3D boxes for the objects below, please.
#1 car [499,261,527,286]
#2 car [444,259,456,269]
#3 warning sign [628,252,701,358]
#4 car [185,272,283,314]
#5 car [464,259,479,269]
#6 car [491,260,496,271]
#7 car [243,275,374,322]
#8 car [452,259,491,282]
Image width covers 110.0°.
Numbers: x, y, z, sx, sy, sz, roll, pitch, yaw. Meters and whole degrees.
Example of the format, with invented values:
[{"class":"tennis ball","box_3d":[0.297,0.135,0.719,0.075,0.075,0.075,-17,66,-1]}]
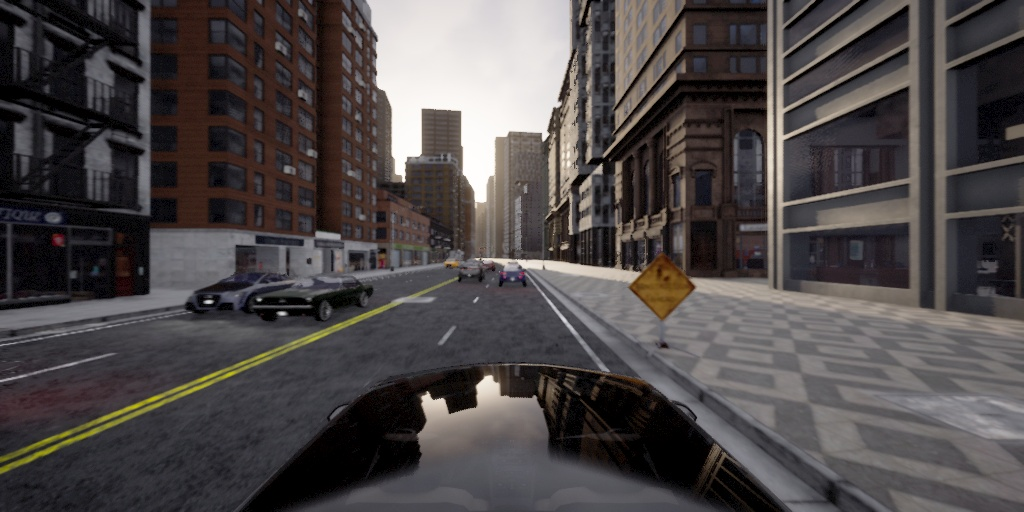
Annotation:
[{"class":"car","box_3d":[0.054,1.266,24.958,1.812,1.442,4.674,0,0,0]},{"class":"car","box_3d":[-9.796,1.215,58.203,1.882,1.535,5.008,0,0,1]},{"class":"warning sign","box_3d":[2.850,0.863,6.822,1.300,1.860,1.060,0,0,0]},{"class":"car","box_3d":[-9.831,1.308,13.642,1.994,1.385,4.181,0,0,1]},{"class":"car","box_3d":[-6.550,1.241,58.310,1.837,1.490,4.892,0,0,1]},{"class":"car","box_3d":[-3.153,1.262,48.193,1.812,1.442,4.674,0,0,0]},{"class":"car","box_3d":[-6.591,1.346,12.498,1.895,1.301,4.718,0,0,0]},{"class":"car","box_3d":[-3.153,1.231,28.922,2.128,1.511,4.902,0,0,0]}]
